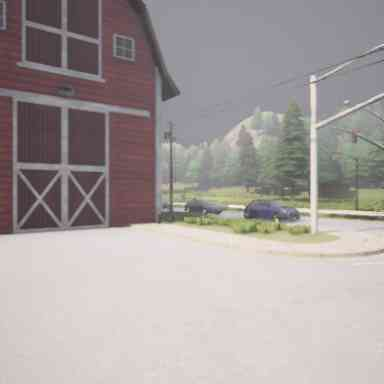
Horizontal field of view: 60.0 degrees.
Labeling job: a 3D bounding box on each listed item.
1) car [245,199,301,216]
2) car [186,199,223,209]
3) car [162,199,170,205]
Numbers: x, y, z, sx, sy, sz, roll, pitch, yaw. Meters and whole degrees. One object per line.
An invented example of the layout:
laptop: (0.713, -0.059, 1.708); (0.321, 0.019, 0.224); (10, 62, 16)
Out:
car: (6.259, 1.368, 26.212); (2.097, 1.767, 4.553); (0, 0, -34)
car: (1.154, 1.521, 33.651); (1.837, 1.490, 4.892); (0, 0, -34)
car: (-4.244, 1.493, 41.527); (1.882, 1.535, 5.008); (0, 0, -35)
